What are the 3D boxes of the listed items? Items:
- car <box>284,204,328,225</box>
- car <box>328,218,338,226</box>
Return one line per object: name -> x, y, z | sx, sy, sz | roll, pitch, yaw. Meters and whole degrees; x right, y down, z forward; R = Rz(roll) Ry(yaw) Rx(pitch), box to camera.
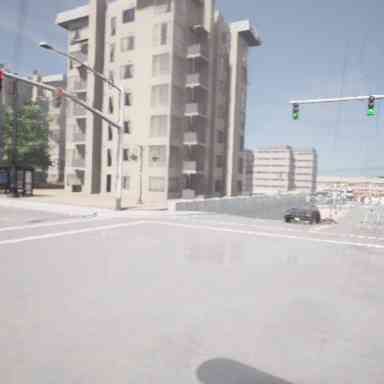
car -> 8.238, 1.587, 24.270 | 2.033, 1.411, 5.357 | 3, -3, 29
car -> 14.936, 3.677, 36.545 | 2.097, 1.767, 4.553 | 3, -10, 29
